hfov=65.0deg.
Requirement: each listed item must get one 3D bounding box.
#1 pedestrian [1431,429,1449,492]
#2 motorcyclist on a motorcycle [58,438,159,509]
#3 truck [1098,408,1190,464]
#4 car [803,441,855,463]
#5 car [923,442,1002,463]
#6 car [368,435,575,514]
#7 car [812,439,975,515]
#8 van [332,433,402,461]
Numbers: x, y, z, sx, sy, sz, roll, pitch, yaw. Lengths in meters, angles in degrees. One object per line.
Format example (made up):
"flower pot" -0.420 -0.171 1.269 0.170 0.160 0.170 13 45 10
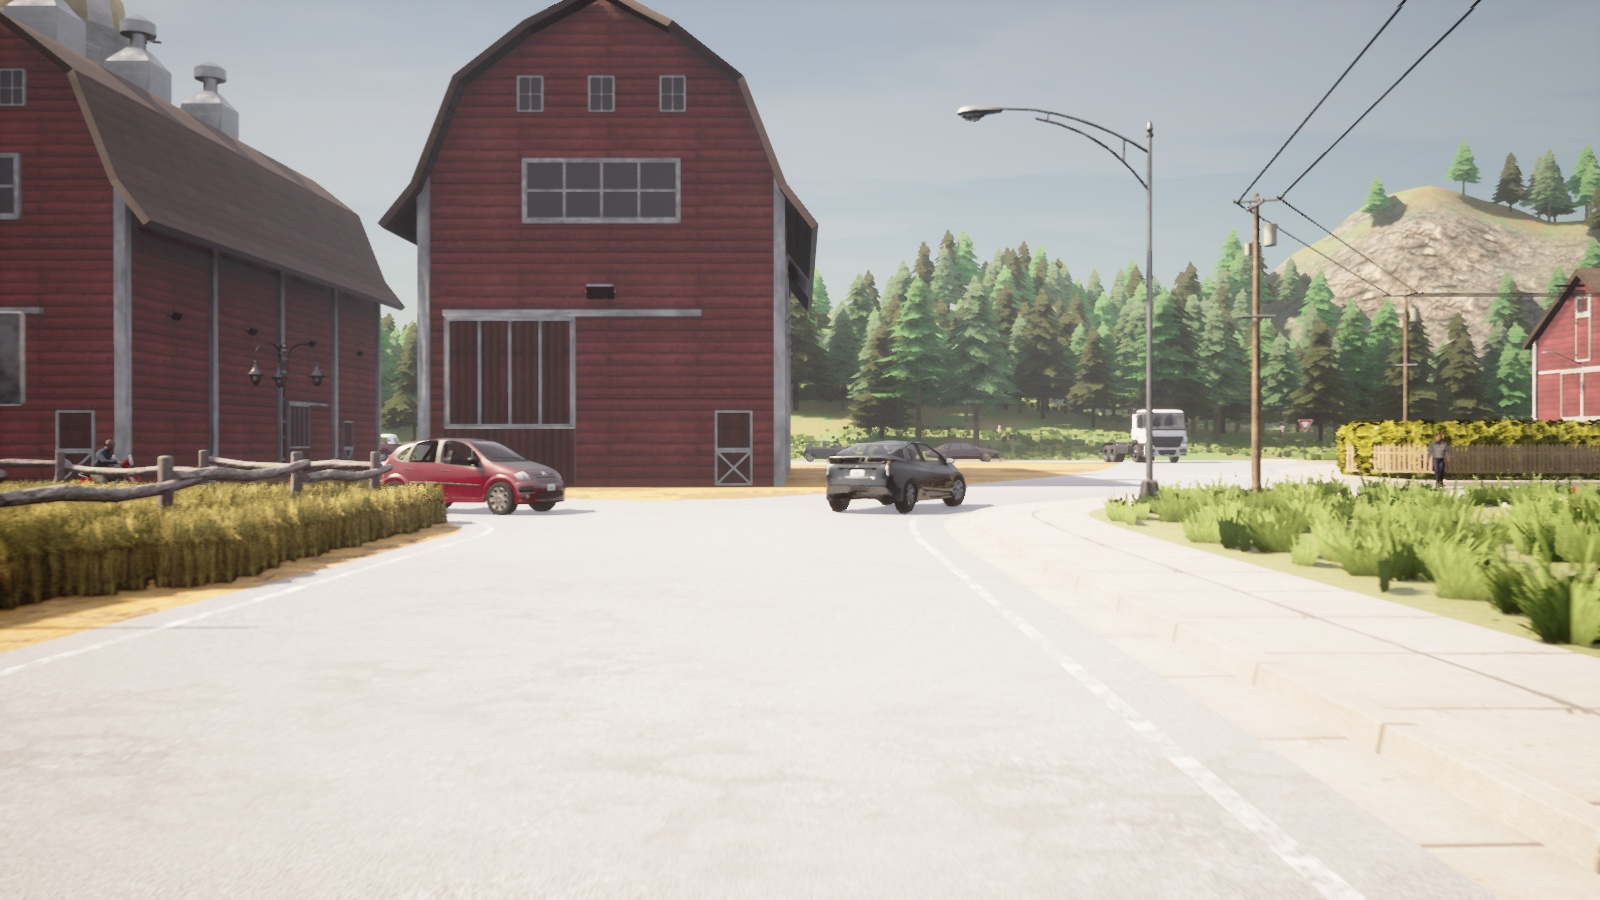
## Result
"pedestrian" 20.279 0.325 39.802 0.423 1.949 0.788 0 0 21
"motorcyclist on a motorcycle" -15.753 0.527 28.645 1.817 1.590 0.866 0 0 -3
"truck" 22.171 -0.882 81.472 2.891 3.462 7.936 0 0 -8
"car" 2.028 0.123 89.146 3.633 1.501 1.845 0 0 1
"car" 11.498 0.165 89.050 5.357 1.411 2.033 0 0 1
"car" -7.069 0.486 27.047 3.988 1.617 1.851 0 0 22
"car" 2.161 0.515 27.781 2.007 1.525 4.514 0 1 27
"van" -32.022 -0.216 92.989 4.480 2.038 2.069 0 0 1
